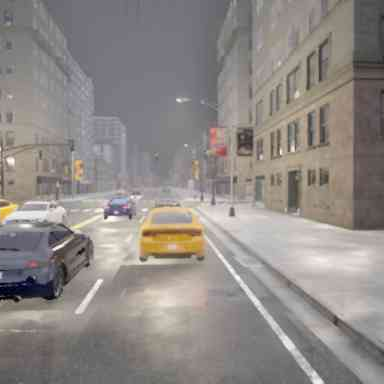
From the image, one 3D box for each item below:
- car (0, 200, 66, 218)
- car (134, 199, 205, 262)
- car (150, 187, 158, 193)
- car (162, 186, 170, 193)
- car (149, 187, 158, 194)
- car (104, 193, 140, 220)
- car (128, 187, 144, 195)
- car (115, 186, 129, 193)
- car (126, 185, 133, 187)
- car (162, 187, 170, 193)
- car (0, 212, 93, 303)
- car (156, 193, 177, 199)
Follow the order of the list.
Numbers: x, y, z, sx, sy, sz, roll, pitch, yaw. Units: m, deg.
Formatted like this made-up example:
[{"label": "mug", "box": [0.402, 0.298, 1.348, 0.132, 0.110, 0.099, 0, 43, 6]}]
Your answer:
[{"label": "car", "box": [-7.853, 1.192, 17.019, 1.812, 1.442, 4.674, 0, 1, -4]}, {"label": "car", "box": [-0.693, 1.236, 11.209, 1.882, 1.535, 5.008, 0, 1, -4]}, {"label": "car", "box": [-10.577, -0.555, 93.774, 2.033, 1.411, 5.357, 0, 1, -5]}, {"label": "car", "box": [-7.335, -0.759, 93.995, 2.097, 1.767, 4.553, 0, 1, -5]}, {"label": "car", "box": [-9.786, -0.398, 83.773, 2.097, 1.767, 4.553, 0, 1, -5]}, {"label": "car", "box": [-4.874, 1.054, 22.879, 1.812, 1.442, 4.674, 0, 1, -4]}, {"label": "car", "box": [-12.099, 0.115, 71.790, 1.895, 1.301, 4.718, 0, 1, -5]}, {"label": "car", "box": [-15.342, 0.018, 71.561, 1.882, 1.535, 5.008, 0, 1, -5]}, {"label": "car", "box": [-16.570, -0.761, 87.078, 2.150, 2.045, 5.566, 0, 1, -5]}, {"label": "car", "box": [-6.546, -0.418, 84.028, 2.097, 1.767, 4.553, 0, 1, -5]}, {"label": "car", "box": [-3.685, 1.407, 7.874, 1.994, 1.385, 4.181, 0, 1, -5]}, {"label": "car", "box": [-1.618, 1.044, 21.665, 1.837, 1.490, 4.892, 0, 1, -5]}]
